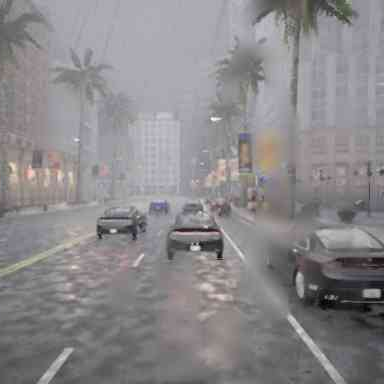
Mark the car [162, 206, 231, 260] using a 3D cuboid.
[{"bbox_3d":[0.100,1.475,12.425,2.128,1.511,4.902,0,0,0],"label":"car"}]

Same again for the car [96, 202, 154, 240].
[{"bbox_3d":[-3.398,1.469,16.804,2.128,1.511,4.902,0,0,0],"label":"car"}]

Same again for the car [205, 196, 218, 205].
[{"bbox_3d":[3.413,1.434,59.433,2.161,1.482,4.786,0,0,0],"label":"car"}]

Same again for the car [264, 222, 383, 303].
[{"bbox_3d":[3.088,1.470,8.128,2.231,1.521,4.892,0,0,0],"label":"car"}]

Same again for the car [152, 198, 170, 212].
[{"bbox_3d":[-3.397,1.430,35.527,1.882,1.535,5.008,0,0,0],"label":"car"}]

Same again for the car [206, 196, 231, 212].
[{"bbox_3d":[3.102,1.304,37.503,2.185,1.767,4.553,0,0,0],"label":"car"}]

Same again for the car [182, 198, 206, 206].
[{"bbox_3d":[0.103,1.463,31.101,1.837,1.490,4.892,0,0,0],"label":"car"}]
